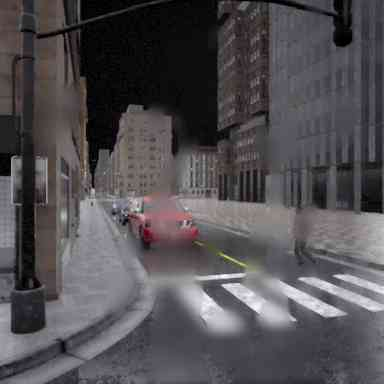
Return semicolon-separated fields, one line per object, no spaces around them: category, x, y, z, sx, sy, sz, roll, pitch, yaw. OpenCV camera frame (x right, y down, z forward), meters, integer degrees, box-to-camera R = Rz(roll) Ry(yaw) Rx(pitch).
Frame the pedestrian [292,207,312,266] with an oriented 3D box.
pedestrian;3.306;1.304;10.117;0.375;1.860;0.375;0;0;-17

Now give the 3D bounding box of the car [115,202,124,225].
car;-4.311;1.626;24.416;1.895;1.301;4.718;0;0;-17

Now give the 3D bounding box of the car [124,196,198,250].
car;-1.524;1.237;15.002;2.150;2.045;5.566;0;0;-19

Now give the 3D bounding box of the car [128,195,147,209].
car;-7.871;1.403;47.500;2.097;1.767;4.553;0;0;-17

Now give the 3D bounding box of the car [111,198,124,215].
car;-7.160;1.388;33.990;2.097;1.767;4.553;0;0;-17

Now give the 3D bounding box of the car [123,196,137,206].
car;-10.692;1.539;56.928;1.882;1.535;5.008;0;0;-17
